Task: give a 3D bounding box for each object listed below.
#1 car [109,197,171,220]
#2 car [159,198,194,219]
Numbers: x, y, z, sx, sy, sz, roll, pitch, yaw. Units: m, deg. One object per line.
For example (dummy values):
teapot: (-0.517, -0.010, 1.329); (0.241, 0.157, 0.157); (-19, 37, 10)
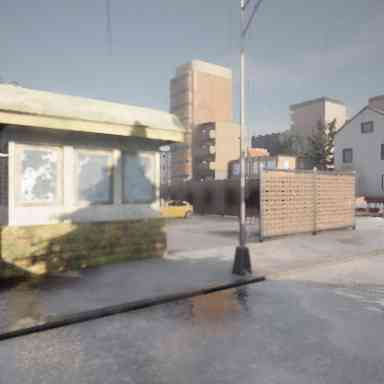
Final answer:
car: (-4.321, 1.322, 27.956); (4.611, 1.667, 2.242); (0, 0, -36)
car: (-1.878, 1.389, 25.804); (4.193, 1.474, 1.816); (0, 0, -36)
